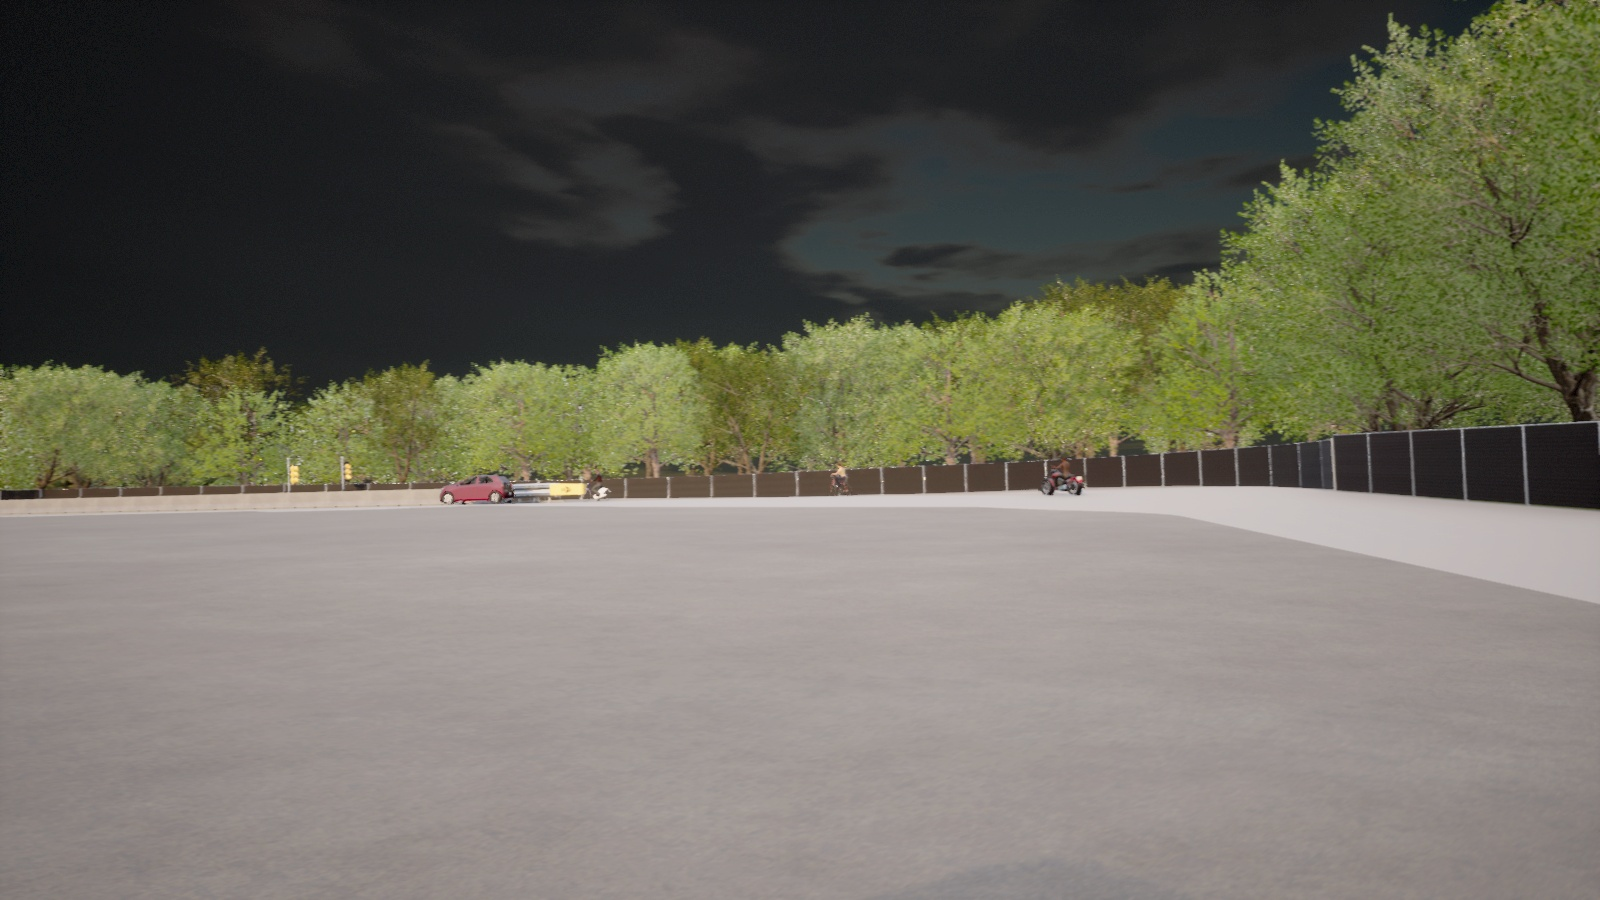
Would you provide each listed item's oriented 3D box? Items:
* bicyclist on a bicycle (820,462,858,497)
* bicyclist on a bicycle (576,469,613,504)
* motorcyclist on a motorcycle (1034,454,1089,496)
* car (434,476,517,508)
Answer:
[{"bbox_3d":[1.872,1.424,60.269,1.509,1.612,0.866,-3,-1,38],"label":"bicyclist on a bicycle"},{"bbox_3d":[-10.865,1.929,66.380,1.843,1.776,0.659,-1,-2,17],"label":"bicyclist on a bicycle"},{"bbox_3d":[10.513,1.023,50.593,0.766,1.649,2.350,-2,-1,-30],"label":"motorcyclist on a motorcycle"},{"bbox_3d":[-16.473,2.138,63.868,3.633,1.501,1.845,-2,-2,8],"label":"car"}]
